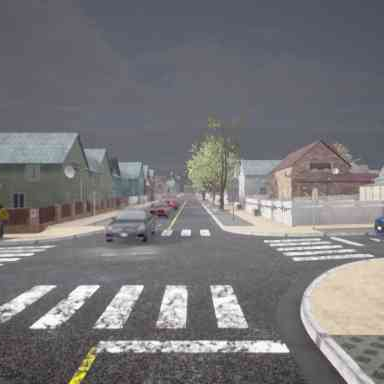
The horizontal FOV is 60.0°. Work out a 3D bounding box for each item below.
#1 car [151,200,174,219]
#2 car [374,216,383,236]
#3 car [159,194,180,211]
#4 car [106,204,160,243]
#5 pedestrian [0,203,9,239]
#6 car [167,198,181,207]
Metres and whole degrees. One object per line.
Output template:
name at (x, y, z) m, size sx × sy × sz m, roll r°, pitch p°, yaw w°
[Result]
car at (-2.874, 1.605, 28.886) m, size 1.895 × 1.301 × 4.718 m, roll 0°, pitch 0°, yaw 0°
car at (10.398, 1.190, 14.118) m, size 5.008 × 1.535 × 1.882 m, roll -2°, pitch -1°, yaw -2°
car at (-2.894, 1.228, 42.032) m, size 2.150 × 2.045 × 5.566 m, roll 0°, pitch 0°, yaw 0°
car at (-2.865, 1.535, 16.350) m, size 1.812 × 1.442 × 4.674 m, roll 0°, pitch 0°, yaw 0°
pedestrian at (-9.707, 1.462, 16.929) m, size 0.375 × 1.860 × 0.375 m, roll 0°, pitch 0°, yaw 0°
car at (-2.859, 1.601, 53.295) m, size 1.895 × 1.301 × 4.718 m, roll 0°, pitch 0°, yaw 0°
